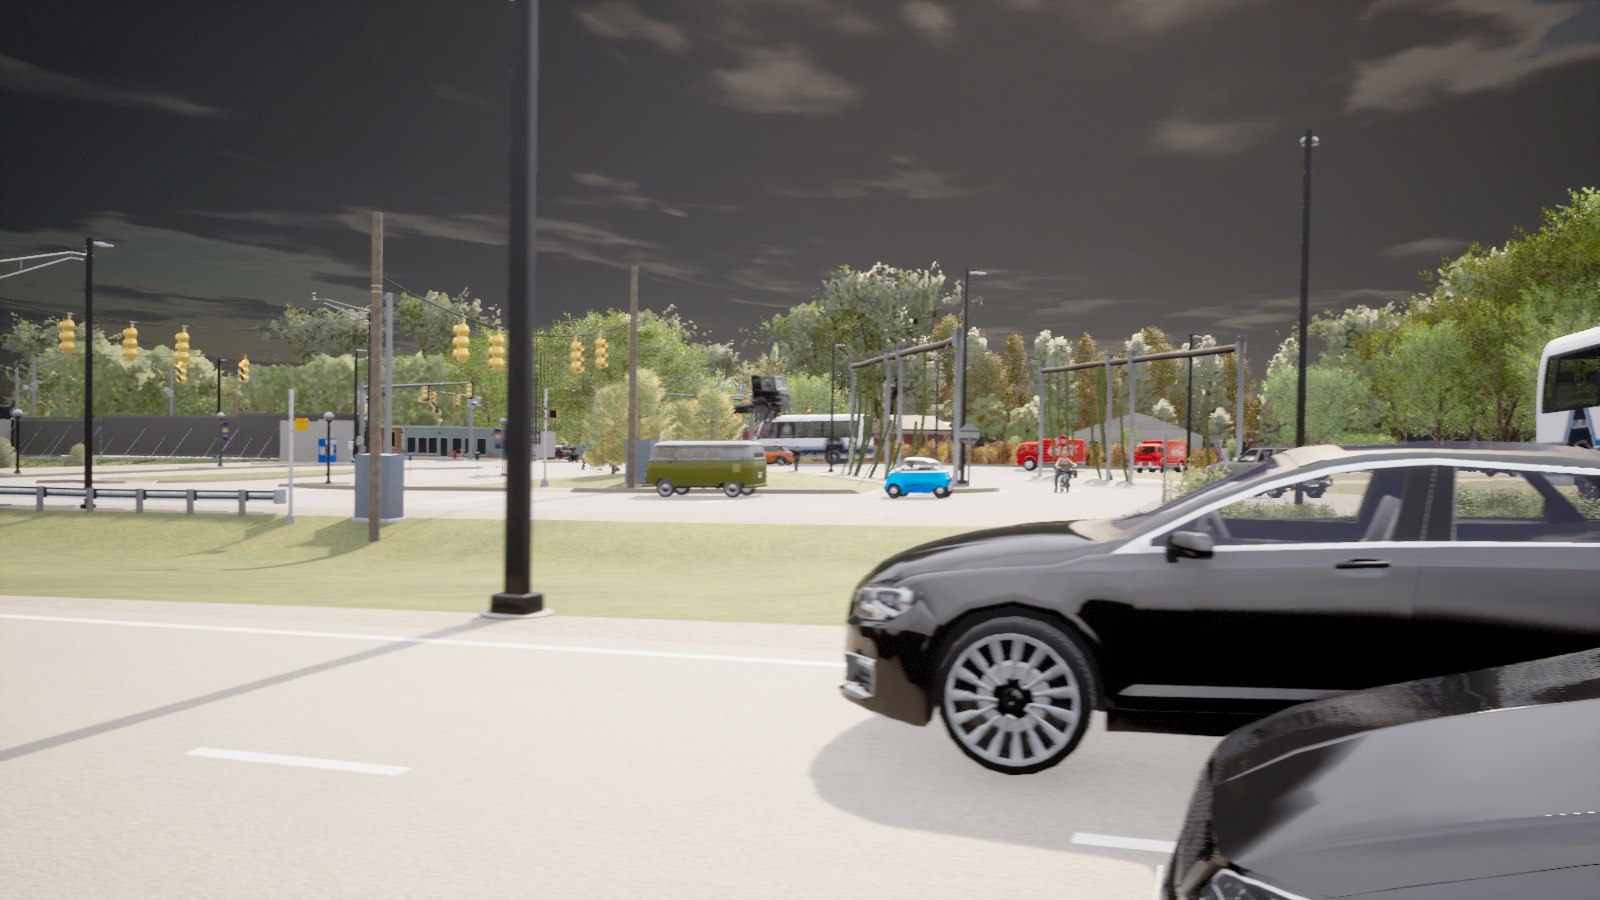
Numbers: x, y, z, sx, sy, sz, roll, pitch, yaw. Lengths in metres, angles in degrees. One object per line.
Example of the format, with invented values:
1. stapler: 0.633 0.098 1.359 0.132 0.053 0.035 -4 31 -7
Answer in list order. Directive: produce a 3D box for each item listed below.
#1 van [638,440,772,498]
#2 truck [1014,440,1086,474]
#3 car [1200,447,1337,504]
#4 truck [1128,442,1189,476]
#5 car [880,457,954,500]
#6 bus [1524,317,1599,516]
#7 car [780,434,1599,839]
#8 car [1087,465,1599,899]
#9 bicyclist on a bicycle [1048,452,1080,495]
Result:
1. van: -3.377 0.636 44.793 4.442 1.987 1.775 0 1 18
2. truck: 19.276 0.507 96.769 5.204 2.467 2.627 1 2 16
3. car: 16.114 0.859 43.452 1.932 1.855 4.605 1 -1 -19
4. truck: 26.783 0.698 93.678 2.627 2.467 5.204 0 -1 38
5. car: 3.966 0.948 42.373 2.207 1.376 1.481 0 1 19
6. bus: 18.833 -0.727 25.563 3.944 4.253 10.273 0 -2 11
7. car: 2.571 0.694 6.020 4.902 1.511 2.128 1 1 19
8. car: 2.751 0.813 2.268 4.193 1.474 1.816 1 1 19
9. bicyclist on a bicycle: 10.167 0.917 48.386 0.866 1.612 1.509 1 -1 -1
